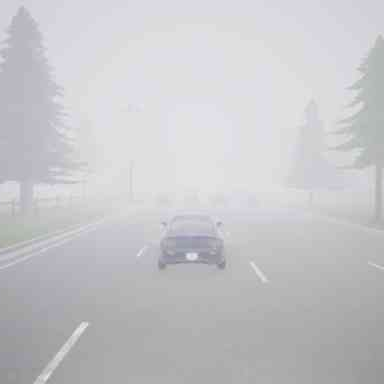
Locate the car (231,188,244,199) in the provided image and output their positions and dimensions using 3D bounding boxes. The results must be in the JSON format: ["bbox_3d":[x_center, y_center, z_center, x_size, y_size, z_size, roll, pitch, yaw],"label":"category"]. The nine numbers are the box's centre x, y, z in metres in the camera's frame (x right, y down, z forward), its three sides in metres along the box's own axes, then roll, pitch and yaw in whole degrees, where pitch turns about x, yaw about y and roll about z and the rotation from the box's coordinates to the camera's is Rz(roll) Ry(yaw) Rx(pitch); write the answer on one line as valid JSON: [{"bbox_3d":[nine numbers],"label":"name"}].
[{"bbox_3d":[6.994,0.413,51.442,2.150,2.045,5.566,0,1,0],"label":"car"}]

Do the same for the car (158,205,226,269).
[{"bbox_3d":[-0.002,1.361,10.388,1.812,1.442,4.674,0,1,0],"label":"car"}]

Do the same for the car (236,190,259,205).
[{"bbox_3d":[6.995,0.875,41.414,1.812,1.442,4.674,0,1,0],"label":"car"}]

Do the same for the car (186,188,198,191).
[{"bbox_3d":[-0.006,0.413,51.441,2.150,2.045,5.566,0,1,0],"label":"car"}]

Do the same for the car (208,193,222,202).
[{"bbox_3d":[3.494,0.793,51.447,1.895,1.301,4.718,0,1,0],"label":"car"}]

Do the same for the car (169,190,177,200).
[{"bbox_3d":[-3.506,0.545,51.382,2.097,1.767,4.553,0,1,0],"label":"car"}]

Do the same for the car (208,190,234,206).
[{"bbox_3d":[3.495,0.847,40.997,2.128,1.511,4.902,0,1,0],"label":"car"}]

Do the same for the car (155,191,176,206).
[{"bbox_3d":[-3.505,0.903,40.997,2.033,1.411,5.357,0,1,0],"label":"car"}]

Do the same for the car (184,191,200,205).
[{"bbox_3d":[-0.005,0.913,41.414,1.994,1.385,4.181,0,1,0],"label":"car"}]
